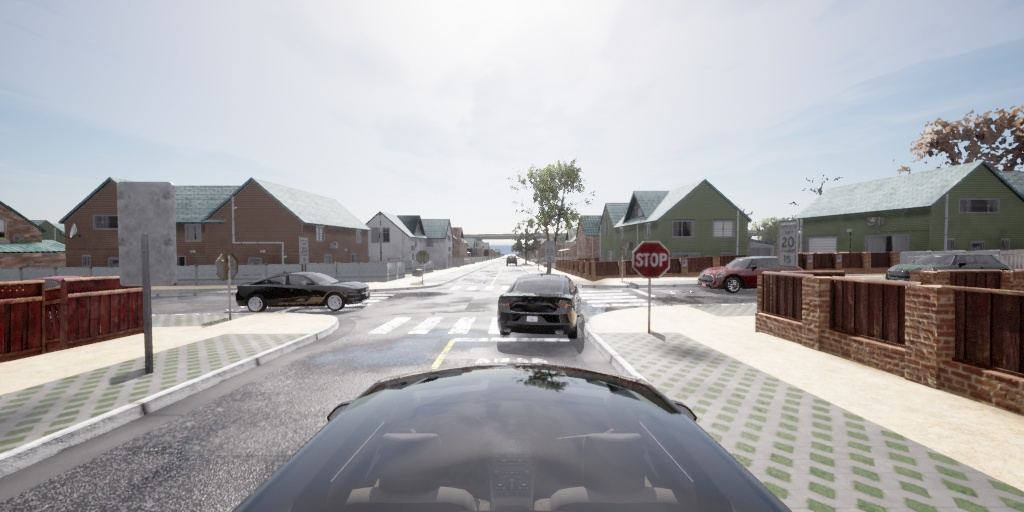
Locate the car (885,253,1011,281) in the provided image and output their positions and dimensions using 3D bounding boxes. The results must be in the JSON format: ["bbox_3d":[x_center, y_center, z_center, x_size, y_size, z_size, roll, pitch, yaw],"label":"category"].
[{"bbox_3d":[21.688,0.646,17.938,4.553,1.767,2.097,-1,2,0],"label":"car"}]

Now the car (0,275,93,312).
[{"bbox_3d":[-18.032,1.546,14.689,5.008,1.535,1.882,-1,2,0],"label":"car"}]

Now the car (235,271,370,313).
[{"bbox_3d":[-8.479,1.376,14.760,5.008,1.535,1.882,-1,2,0],"label":"car"}]

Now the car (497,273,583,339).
[{"bbox_3d":[0.951,1.224,10.241,1.882,1.535,5.008,0,0,12],"label":"car"}]

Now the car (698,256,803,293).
[{"bbox_3d":[11.794,0.820,17.859,4.553,1.767,2.097,-1,2,0],"label":"car"}]
